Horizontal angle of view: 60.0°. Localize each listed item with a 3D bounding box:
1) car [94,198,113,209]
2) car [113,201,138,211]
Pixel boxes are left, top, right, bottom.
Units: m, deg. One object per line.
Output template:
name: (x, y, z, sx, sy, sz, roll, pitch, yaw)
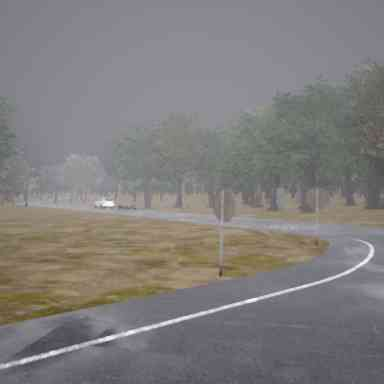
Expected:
car: (-15.924, 2.032, 60.122, 2.150, 2.045, 5.566, 2, -2, -34)
car: (-10.210, 2.247, 51.823, 1.895, 1.301, 4.718, 2, -2, -34)
